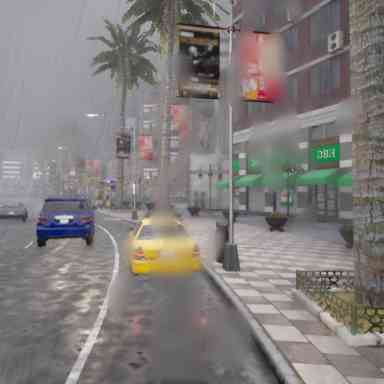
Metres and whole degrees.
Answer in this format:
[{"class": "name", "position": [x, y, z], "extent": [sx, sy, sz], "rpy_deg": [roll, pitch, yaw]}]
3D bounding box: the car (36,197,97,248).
[{"class": "car", "position": [-5.600, 1.215, 15.169], "extent": [2.150, 2.045, 5.566], "rpy_deg": [0, 0, -16]}]

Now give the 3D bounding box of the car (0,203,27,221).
[{"class": "car", "position": [-14.466, 1.552, 26.917], "extent": [1.994, 1.385, 4.181], "rpy_deg": [0, 0, -26]}]

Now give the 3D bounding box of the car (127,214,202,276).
[{"class": "car", "position": [-1.042, 1.456, 10.377], "extent": [1.801, 1.575, 5.366], "rpy_deg": [0, 0, -11]}]

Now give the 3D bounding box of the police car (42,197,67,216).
[{"class": "police car", "position": [-13.911, 1.413, 33.514], "extent": [1.930, 1.638, 5.238], "rpy_deg": [0, 0, -26]}]
